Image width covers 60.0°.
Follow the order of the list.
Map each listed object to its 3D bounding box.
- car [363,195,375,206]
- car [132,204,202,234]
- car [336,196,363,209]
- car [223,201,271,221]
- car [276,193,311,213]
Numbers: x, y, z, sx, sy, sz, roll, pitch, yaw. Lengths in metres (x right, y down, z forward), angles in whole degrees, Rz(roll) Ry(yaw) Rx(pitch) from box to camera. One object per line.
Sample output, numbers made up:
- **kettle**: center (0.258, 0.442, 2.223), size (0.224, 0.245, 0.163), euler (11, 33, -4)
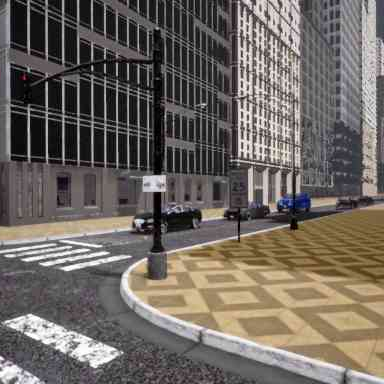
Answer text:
- **car**: center (27.065, 1.313, 51.786), size (1.837, 1.490, 4.892), euler (0, 0, 37)
- **car**: center (-1.321, 1.447, 19.194), size (2.128, 1.511, 4.902), euler (0, 0, 37)
- **car**: center (19.437, 1.340, 41.592), size (2.128, 1.511, 4.902), euler (0, 0, 37)
- **car**: center (4.596, 1.472, 27.098), size (2.033, 1.411, 5.357), euler (0, 0, 37)
- **car**: center (11.010, 1.113, 35.650), size (2.150, 2.045, 5.566), euler (0, 0, 37)
